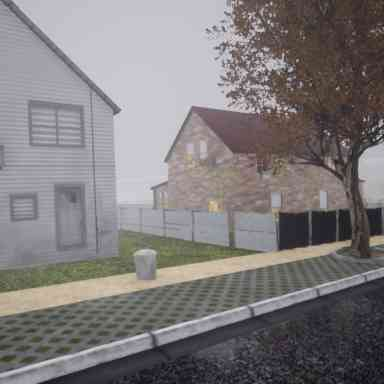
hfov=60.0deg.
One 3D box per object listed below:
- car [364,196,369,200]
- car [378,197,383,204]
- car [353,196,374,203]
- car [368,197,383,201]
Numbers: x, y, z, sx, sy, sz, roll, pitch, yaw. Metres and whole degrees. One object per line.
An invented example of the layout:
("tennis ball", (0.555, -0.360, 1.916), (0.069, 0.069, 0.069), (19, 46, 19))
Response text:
("car", (31.944, 1.795, 61.793), (2.128, 1.511, 4.902), (-2, 0, 0))
("car", (38.469, 1.648, 64.920), (1.994, 1.385, 4.181), (-2, 0, 0))
("car", (38.552, 1.599, 74.935), (2.128, 1.511, 4.902), (-2, 0, 0))
("car", (28.496, 1.822, 49.011), (1.837, 1.490, 4.892), (-2, 0, 1))
